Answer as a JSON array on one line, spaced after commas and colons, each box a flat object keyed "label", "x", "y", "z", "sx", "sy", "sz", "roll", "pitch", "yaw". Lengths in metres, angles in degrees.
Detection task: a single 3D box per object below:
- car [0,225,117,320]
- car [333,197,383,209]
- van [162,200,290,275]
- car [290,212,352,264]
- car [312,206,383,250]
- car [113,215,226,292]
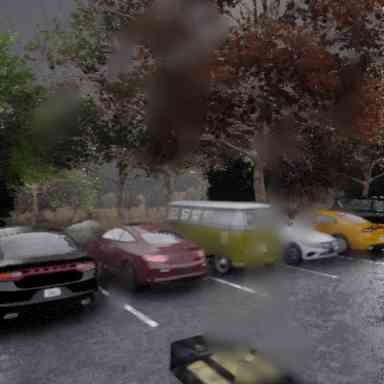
[{"label": "car", "x": -3.698, "y": 1.483, "z": 7.416, "sx": 2.097, "sy": 1.535, "sz": 5.008, "roll": 0, "pitch": 0, "yaw": -36}, {"label": "car", "x": 9.841, "y": 1.284, "z": 17.060, "sx": 2.435, "sy": 2.045, "sz": 5.566, "roll": 0, "pitch": 0, "yaw": -36}, {"label": "van", "x": 0.638, "y": 1.275, "z": 10.663, "sx": 1.878, "sy": 1.987, "sz": 4.442, "roll": 0, "pitch": 0, "yaw": -36}, {"label": "car", "x": 2.958, "y": 1.549, "z": 12.181, "sx": 2.002, "sy": 1.452, "sz": 4.674, "roll": 0, "pitch": 0, "yaw": -36}, {"label": "car", "x": 5.318, "y": 1.518, "z": 13.857, "sx": 2.097, "sy": 1.535, "sz": 5.008, "roll": 0, "pitch": 0, "yaw": -36}, {"label": "car", "x": -1.445, "y": 1.532, "z": 9.029, "sx": 2.002, "sy": 1.452, "sz": 4.674, "roll": 0, "pitch": 0, "yaw": -36}]
